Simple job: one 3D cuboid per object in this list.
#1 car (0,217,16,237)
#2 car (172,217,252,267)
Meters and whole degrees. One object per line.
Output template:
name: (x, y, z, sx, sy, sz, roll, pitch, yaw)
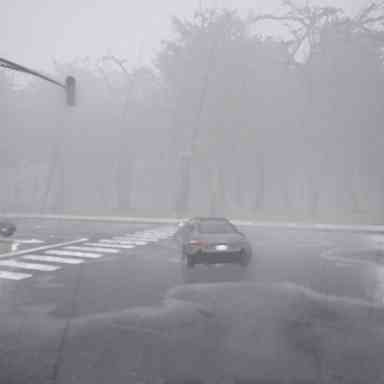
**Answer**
car: (-10.797, 1.468, 16.212, 4.674, 1.442, 1.812, 0, 0, 22)
car: (0.535, 1.529, 11.290, 1.994, 1.385, 4.181, 0, 0, -8)
